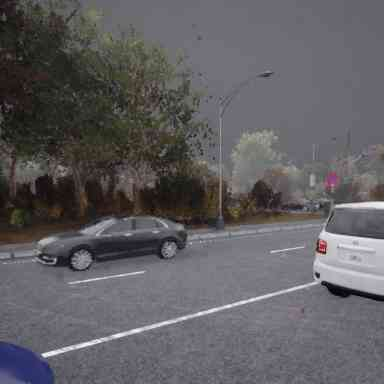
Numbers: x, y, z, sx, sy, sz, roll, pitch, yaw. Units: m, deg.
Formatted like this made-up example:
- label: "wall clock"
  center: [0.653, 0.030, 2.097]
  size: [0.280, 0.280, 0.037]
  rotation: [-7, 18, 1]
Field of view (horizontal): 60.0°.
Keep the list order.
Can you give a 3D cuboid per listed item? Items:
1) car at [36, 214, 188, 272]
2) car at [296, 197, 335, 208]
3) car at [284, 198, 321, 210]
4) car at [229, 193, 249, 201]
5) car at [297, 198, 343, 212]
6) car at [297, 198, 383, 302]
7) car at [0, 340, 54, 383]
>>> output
- label: "car"
  center: [-2.410, 1.505, 10.877]
  size: [4.892, 1.490, 1.837]
  rotation: [0, 0, -36]
- label: "car"
  center: [18.262, 1.546, 49.548]
  size: [2.033, 1.411, 5.357]
  rotation: [0, 0, -31]
- label: "car"
  center: [12.507, 1.492, 38.731]
  size: [2.128, 1.511, 4.902]
  rotation: [0, 0, -33]
- label: "car"
  center: [7.263, 1.213, 47.061]
  size: [2.150, 2.045, 5.566]
  rotation: [0, 0, -32]
- label: "car"
  center: [15.537, 1.492, 40.515]
  size: [2.128, 1.511, 4.902]
  rotation: [0, 0, -32]
- label: "car"
  center: [5.017, 1.221, 7.332]
  size: [5.566, 2.045, 2.150]
  rotation: [0, 0, -35]
- label: "car"
  center: [-3.103, 1.526, 1.529]
  size: [4.674, 1.442, 1.812]
  rotation: [0, 0, -36]
